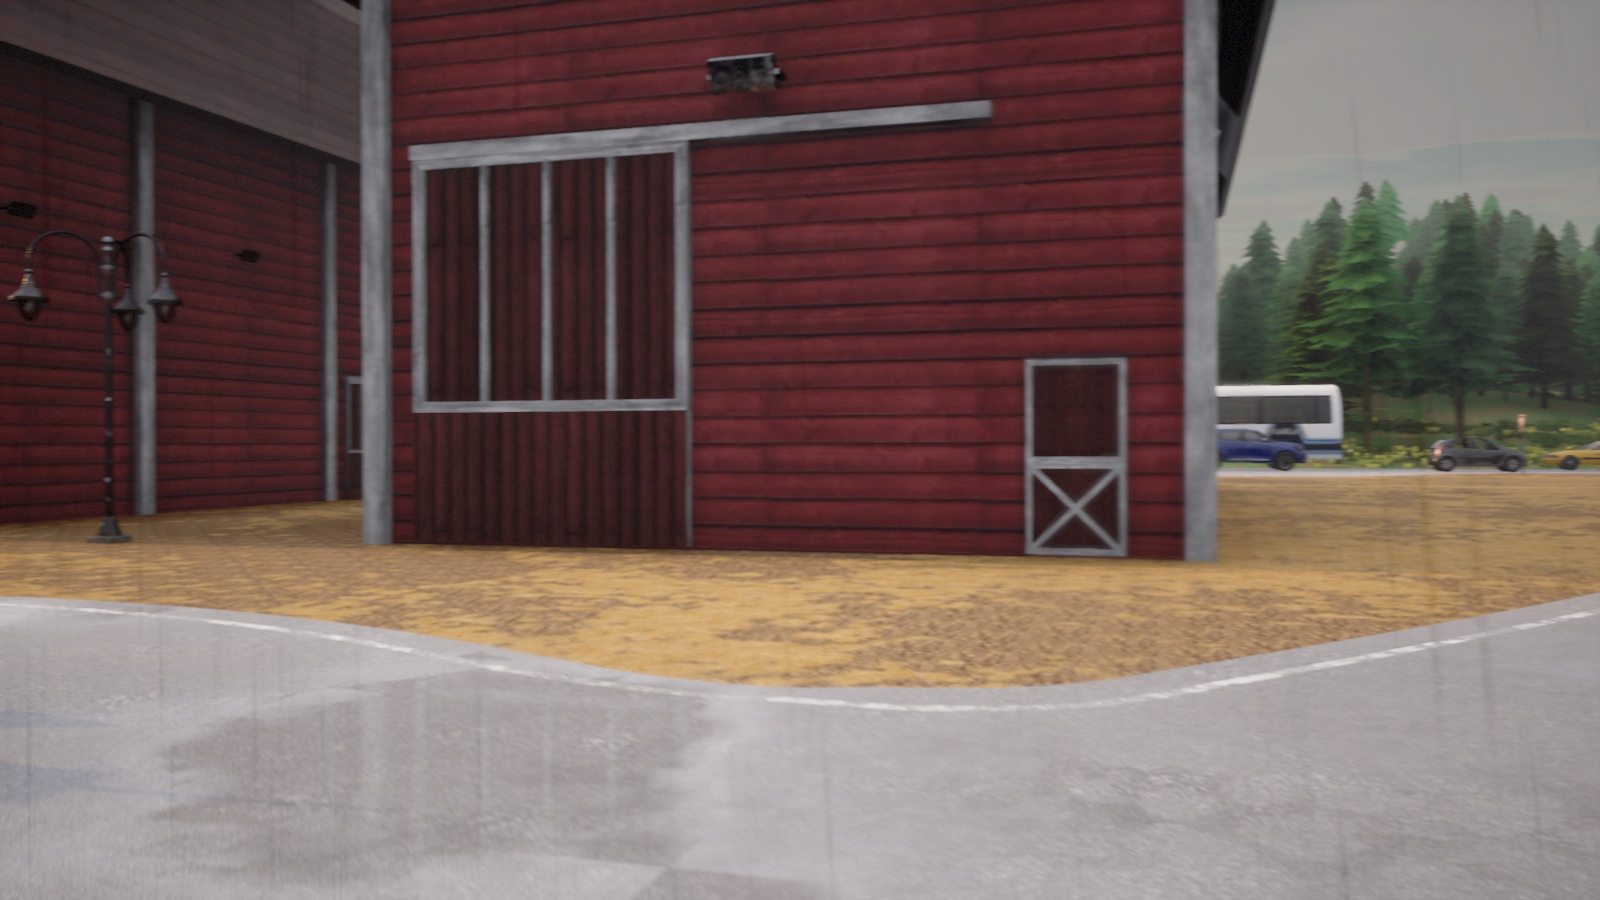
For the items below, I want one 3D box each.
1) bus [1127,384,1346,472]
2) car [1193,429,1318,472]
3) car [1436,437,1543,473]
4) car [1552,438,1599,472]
[{"bbox_3d":[22.083,-1.097,64.121,10.273,4.253,3.944,0,0,17],"label":"bus"},{"bbox_3d":[21.874,0.017,60.526,5.566,2.045,2.150,0,0,17],"label":"car"},{"bbox_3d":[31.526,0.208,57.534,3.988,1.617,1.851,0,0,17],"label":"car"},{"bbox_3d":[38.599,0.237,59.039,5.366,1.575,1.801,0,0,23],"label":"car"}]
